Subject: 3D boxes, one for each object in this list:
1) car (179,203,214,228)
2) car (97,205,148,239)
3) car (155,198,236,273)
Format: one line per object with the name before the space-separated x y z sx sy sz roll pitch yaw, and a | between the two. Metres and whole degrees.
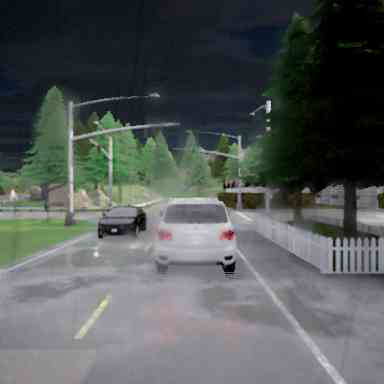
car | 0.409 1.537 23.014 1.895 1.301 4.718 0 2 7
car | -3.510 1.467 17.497 1.882 1.535 5.008 0 0 0
car | 0.095 1.210 10.743 2.150 2.045 5.566 0 0 0
